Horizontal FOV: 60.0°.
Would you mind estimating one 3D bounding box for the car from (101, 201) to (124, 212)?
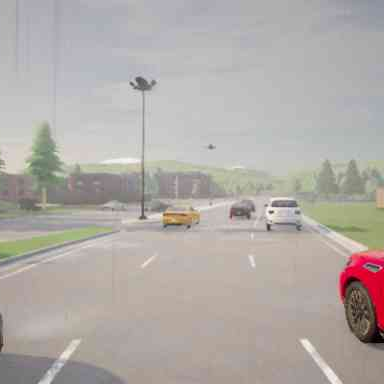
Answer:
[{"bbox_3d":[-11.171,1.967,47.210,1.812,1.442,4.674,0,-1,13],"label":"car"}]

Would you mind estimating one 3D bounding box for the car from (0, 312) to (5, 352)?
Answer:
[{"bbox_3d":[-3.370,1.530,2.429,1.837,1.490,4.892,0,-1,0],"label":"car"}]

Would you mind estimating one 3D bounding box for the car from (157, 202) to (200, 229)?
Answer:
[{"bbox_3d":[-0.685,1.700,23.943,1.882,1.535,5.008,0,-1,12],"label":"car"}]

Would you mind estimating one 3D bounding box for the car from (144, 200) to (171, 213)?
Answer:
[{"bbox_3d":[-4.749,1.899,43.840,2.128,1.511,4.902,0,-1,13],"label":"car"}]

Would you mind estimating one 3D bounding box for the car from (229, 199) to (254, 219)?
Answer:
[{"bbox_3d":[4.838,1.782,32.975,1.882,1.535,5.008,0,0,12],"label":"car"}]

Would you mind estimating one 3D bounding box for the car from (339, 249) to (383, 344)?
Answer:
[{"bbox_3d":[3.609,1.252,3.369,2.150,2.045,5.566,0,-1,0],"label":"car"}]

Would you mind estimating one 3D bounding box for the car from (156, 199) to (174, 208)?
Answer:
[{"bbox_3d":[-4.815,2.078,59.527,1.812,1.442,4.674,0,-1,13],"label":"car"}]

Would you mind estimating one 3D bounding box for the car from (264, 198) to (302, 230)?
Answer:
[{"bbox_3d":[6.215,1.433,22.915,2.150,2.045,5.566,0,-1,12],"label":"car"}]
